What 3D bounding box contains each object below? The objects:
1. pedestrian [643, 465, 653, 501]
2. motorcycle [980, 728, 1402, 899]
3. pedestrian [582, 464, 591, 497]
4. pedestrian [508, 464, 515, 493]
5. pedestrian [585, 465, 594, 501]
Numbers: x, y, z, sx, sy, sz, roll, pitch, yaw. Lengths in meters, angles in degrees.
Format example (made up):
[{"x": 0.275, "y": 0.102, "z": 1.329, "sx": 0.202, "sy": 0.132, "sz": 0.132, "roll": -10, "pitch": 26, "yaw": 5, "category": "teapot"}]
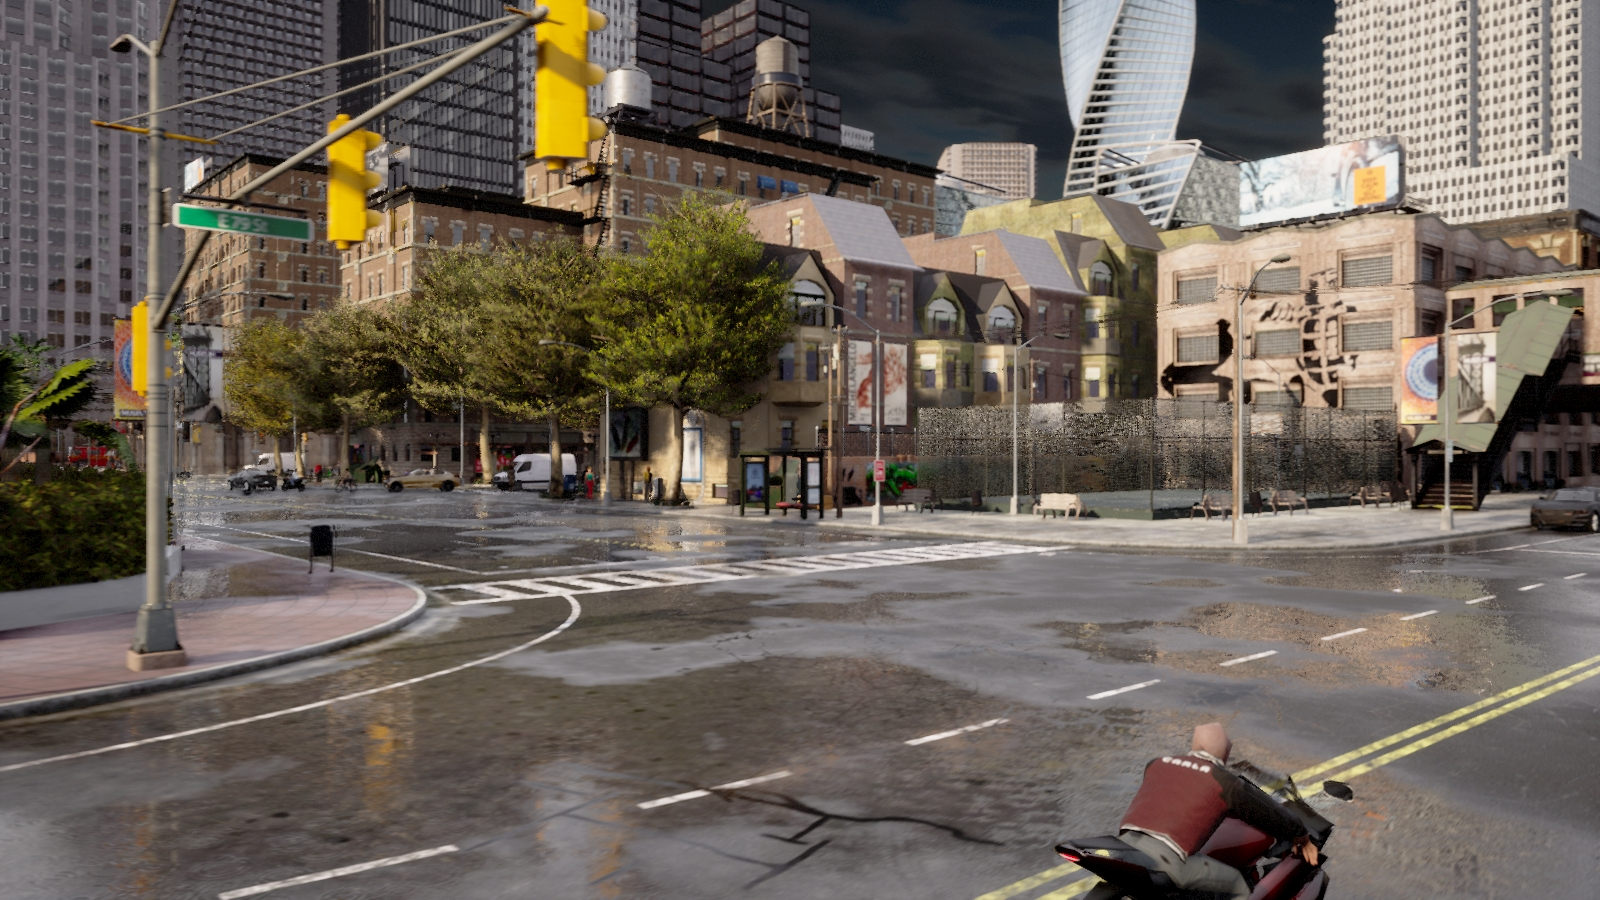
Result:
[{"x": -7.842, "y": 1.719, "z": 59.060, "sx": 0.375, "sy": 1.860, "sz": 0.375, "roll": 0, "pitch": 0, "yaw": -41, "category": "pedestrian"}, {"x": 1.933, "y": 2.206, "z": 5.449, "sx": 2.209, "sy": 1.251, "sz": 0.867, "roll": 0, "pitch": 0, "yaw": -39, "category": "motorcycle"}, {"x": -12.087, "y": 1.722, "z": 64.567, "sx": 0.375, "sy": 1.860, "sz": 0.375, "roll": 0, "pitch": 0, "yaw": -36, "category": "pedestrian"}, {"x": -18.885, "y": 1.880, "z": 74.781, "sx": 0.375, "sy": 1.860, "sz": 0.375, "roll": 0, "pitch": 0, "yaw": -26, "category": "pedestrian"}, {"x": -11.078, "y": 1.722, "z": 60.056, "sx": 0.375, "sy": 1.860, "sz": 0.375, "roll": 0, "pitch": 0, "yaw": -32, "category": "pedestrian"}]
